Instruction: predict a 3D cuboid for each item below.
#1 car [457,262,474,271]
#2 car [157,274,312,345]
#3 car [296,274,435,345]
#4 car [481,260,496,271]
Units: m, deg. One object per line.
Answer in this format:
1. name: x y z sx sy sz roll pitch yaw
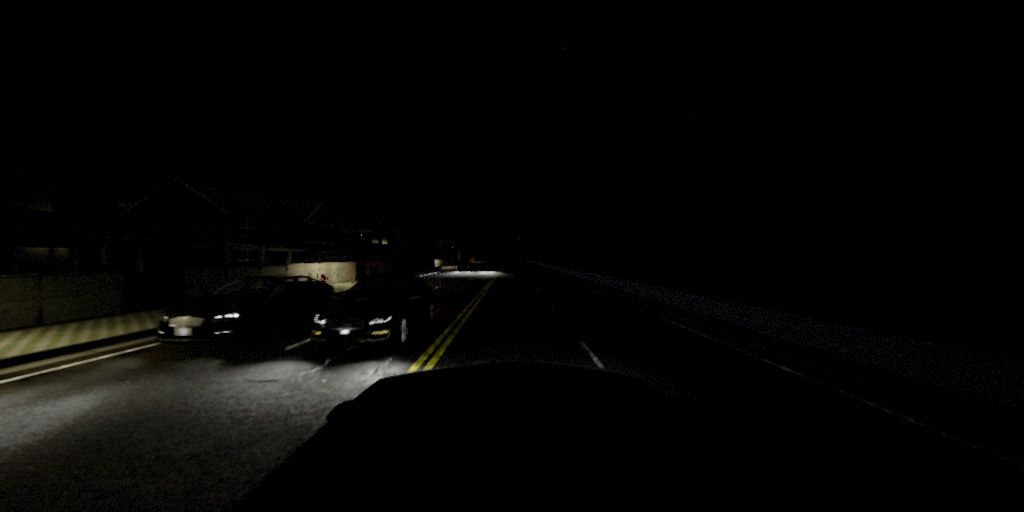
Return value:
1. car: -6.588 1.459 51.175 1.895 1.301 4.718 0 0 0
2. car: -6.603 1.260 9.649 2.128 1.511 4.902 0 0 0
3. car: -3.353 1.274 9.616 1.837 1.490 4.892 0 0 0
4. car: -3.342 1.350 51.044 2.128 1.511 4.902 0 0 0
